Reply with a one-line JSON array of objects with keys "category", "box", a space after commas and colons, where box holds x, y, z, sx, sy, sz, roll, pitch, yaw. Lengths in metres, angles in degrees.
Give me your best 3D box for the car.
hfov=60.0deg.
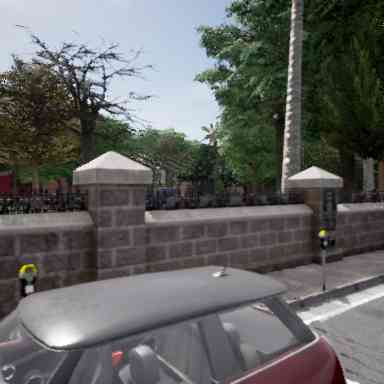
[{"category": "car", "box": [-0.768, 1.440, 2.266, 4.097, 1.590, 1.967, 0, 0, -35]}]
